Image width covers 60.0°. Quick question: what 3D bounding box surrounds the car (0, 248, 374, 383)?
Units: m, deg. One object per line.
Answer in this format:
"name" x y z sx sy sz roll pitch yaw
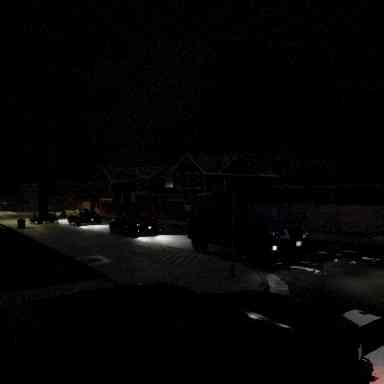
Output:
"car" -0.781 1.545 2.398 5.357 1.411 2.033 0 0 -36

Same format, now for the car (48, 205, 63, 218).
"car" -16.035 2.297 38.534 2.128 1.511 4.902 0 -1 -35

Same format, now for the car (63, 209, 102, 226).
"car" -9.497 2.162 29.336 1.994 1.385 4.181 0 -1 -36

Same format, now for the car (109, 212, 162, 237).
"car" -3.681 1.966 21.207 1.994 1.385 4.181 0 -1 -37

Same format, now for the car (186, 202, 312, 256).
"car" 1.954 1.424 13.345 2.150 2.045 5.566 0 -1 -35
